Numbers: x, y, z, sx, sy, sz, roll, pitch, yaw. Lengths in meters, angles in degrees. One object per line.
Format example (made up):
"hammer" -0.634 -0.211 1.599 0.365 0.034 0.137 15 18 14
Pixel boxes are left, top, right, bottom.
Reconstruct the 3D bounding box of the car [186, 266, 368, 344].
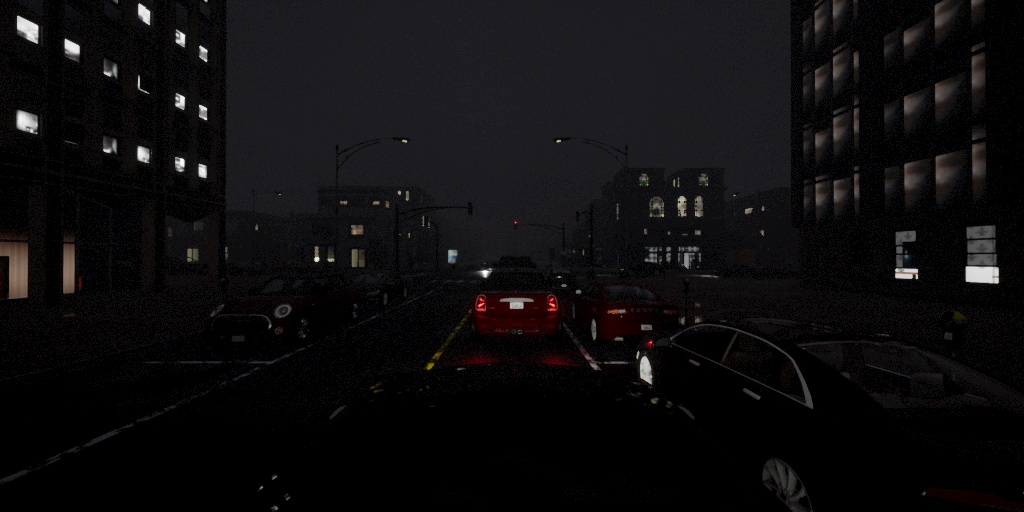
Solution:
"car" -5.685 1.190 9.433 1.967 1.591 4.097 0 0 0

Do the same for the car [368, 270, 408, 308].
"car" -5.681 1.302 15.125 2.007 1.370 4.403 0 0 0

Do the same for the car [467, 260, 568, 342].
"car" 0.105 1.103 9.957 2.097 1.767 4.553 0 0 0

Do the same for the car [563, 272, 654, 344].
"car" 2.696 1.296 9.409 1.888 1.381 4.507 0 0 0

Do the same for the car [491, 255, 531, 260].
"car" 0.134 0.973 20.111 2.150 2.045 5.566 0 0 -1

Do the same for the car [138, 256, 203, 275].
"car" -30.928 0.917 33.307 5.009 1.841 2.192 0 0 1

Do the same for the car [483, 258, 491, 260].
"car" -3.036 1.357 52.057 1.895 1.301 4.718 0 0 0

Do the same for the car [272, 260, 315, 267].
"car" -25.425 1.197 41.600 4.829 1.417 1.751 0 0 1

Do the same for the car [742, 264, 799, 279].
"car" 23.665 1.433 32.391 4.207 1.307 1.802 0 0 1

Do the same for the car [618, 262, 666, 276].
"car" 13.813 1.339 38.372 4.892 1.490 1.837 0 0 1

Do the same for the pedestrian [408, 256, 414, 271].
"pedestrian" -12.520 0.884 44.342 0.375 1.860 0.375 0 -1 1

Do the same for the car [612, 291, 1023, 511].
"car" 2.692 1.301 3.718 2.007 1.370 4.403 0 0 0

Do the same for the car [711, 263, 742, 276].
"car" 23.659 1.446 38.213 4.181 1.385 1.994 0 0 2

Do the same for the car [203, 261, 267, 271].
"car" -25.392 1.177 33.218 4.403 1.370 2.007 0 0 1

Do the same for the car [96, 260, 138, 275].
"car" -36.465 1.130 33.396 4.403 1.370 2.007 0 0 1

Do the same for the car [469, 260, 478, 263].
"car" -5.652 1.338 53.203 1.802 1.307 4.207 0 0 0

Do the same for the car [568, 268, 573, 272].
"car" 2.704 1.302 20.794 2.007 1.370 4.403 0 0 0
